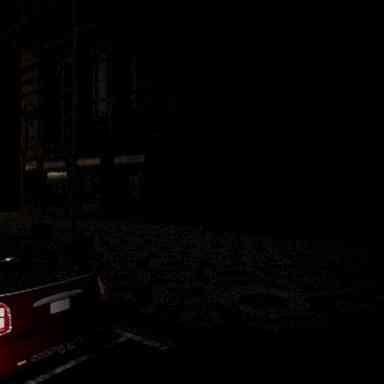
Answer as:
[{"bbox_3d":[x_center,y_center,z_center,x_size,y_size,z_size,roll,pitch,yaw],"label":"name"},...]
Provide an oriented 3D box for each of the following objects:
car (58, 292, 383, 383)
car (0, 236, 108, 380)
[{"bbox_3d":[1.425,1.548,1.954,4.403,1.369,2.008,0,0,35],"label":"car"},{"bbox_3d":[-3.211,1.425,5.231,4.097,1.590,1.967,0,0,35],"label":"car"}]
